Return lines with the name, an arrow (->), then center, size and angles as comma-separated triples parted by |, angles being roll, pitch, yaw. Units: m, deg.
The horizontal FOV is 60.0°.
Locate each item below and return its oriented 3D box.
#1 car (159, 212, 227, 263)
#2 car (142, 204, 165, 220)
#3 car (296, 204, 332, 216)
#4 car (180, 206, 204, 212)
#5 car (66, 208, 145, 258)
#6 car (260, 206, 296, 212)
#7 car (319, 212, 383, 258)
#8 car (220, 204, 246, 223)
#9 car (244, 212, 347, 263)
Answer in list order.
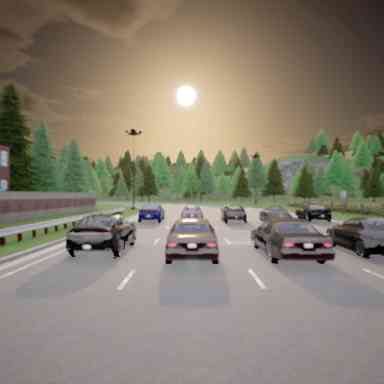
car -> 0.011, 1.685, 12.504 | 2.033, 1.411, 5.357 | 0, -1, 0
car -> -3.467, 1.797, 29.227 | 1.882, 1.535, 5.008 | 0, 0, 1
car -> 10.533, 1.798, 29.230 | 1.882, 1.535, 5.008 | 0, 0, 1
car -> 0.013, 1.849, 27.503 | 2.033, 1.411, 5.357 | 0, -1, 0
car -> -3.477, 1.641, 13.492 | 2.128, 1.511, 4.902 | 0, 0, 0
car -> 7.026, 1.876, 28.451 | 1.994, 1.385, 4.181 | 0, -1, 0
car -> 7.021, 1.713, 13.425 | 1.994, 1.385, 4.181 | 0, -1, 1
car -> 3.524, 1.805, 28.492 | 2.128, 1.511, 4.902 | 0, 0, 0
car -> 3.511, 1.686, 12.503 | 2.033, 1.411, 5.357 | 0, -1, 0
